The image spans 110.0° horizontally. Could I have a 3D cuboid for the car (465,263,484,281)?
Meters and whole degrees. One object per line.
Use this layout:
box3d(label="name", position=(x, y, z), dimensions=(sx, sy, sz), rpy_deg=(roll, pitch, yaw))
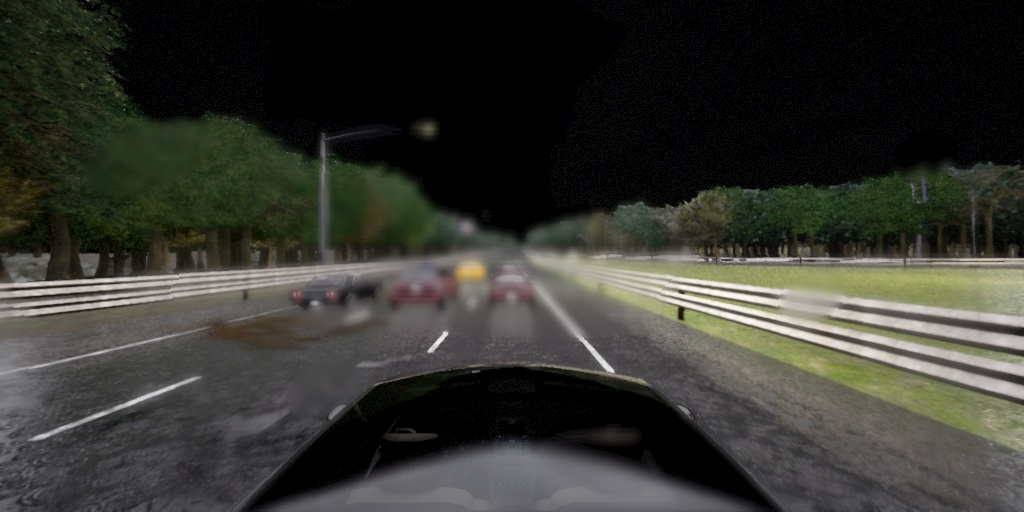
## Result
box3d(label="car", position=(-3.492, 1.319, 31.052), dimensions=(1.882, 1.535, 5.008), rpy_deg=(0, 0, 0))

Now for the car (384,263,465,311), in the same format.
box3d(label="car", position=(-3.487, 1.198, 15.255), dimensions=(2.097, 1.767, 4.553), rpy_deg=(0, 0, 0))

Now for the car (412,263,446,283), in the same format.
box3d(label="car", position=(-6.995, 1.368, 30.708), dimensions=(1.812, 1.442, 4.674), rpy_deg=(0, 0, 1))

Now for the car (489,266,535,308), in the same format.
box3d(label="car", position=(0.017, 1.374, 15.736), dimensions=(1.812, 1.442, 4.674), rpy_deg=(0, 0, 1))

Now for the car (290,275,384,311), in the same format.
box3d(label="car", position=(-6.991, 1.448, 15.082), dimensions=(1.895, 1.301, 4.718), rpy_deg=(0, 0, 0))
